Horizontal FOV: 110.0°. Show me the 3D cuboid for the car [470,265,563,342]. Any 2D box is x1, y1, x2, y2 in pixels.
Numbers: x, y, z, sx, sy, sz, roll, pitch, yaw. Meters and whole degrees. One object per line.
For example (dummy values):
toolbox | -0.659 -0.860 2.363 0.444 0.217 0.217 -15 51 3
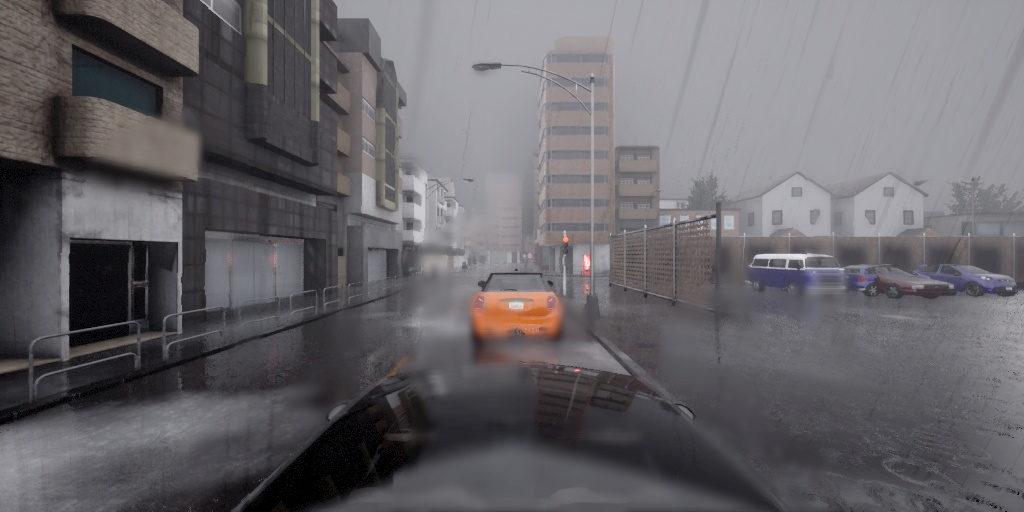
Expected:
car | 0.102 1.102 9.926 2.097 1.767 4.553 0 0 0
